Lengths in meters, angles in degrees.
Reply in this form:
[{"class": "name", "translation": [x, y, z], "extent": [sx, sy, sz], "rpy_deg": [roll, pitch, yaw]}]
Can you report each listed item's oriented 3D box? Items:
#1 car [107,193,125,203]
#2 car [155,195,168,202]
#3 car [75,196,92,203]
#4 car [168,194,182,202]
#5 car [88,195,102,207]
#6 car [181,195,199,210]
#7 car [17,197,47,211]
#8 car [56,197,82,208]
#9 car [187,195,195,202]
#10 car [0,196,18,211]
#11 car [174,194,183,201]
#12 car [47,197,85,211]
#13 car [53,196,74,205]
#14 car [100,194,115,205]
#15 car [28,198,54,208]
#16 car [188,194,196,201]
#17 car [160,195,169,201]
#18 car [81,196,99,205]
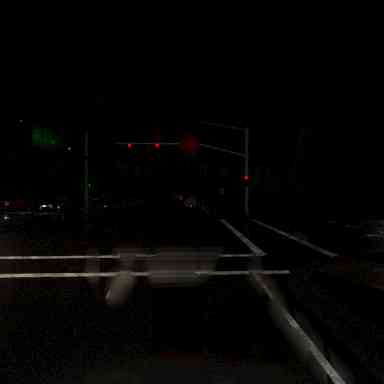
[{"class": "car", "translation": [-15.181, 1.225, 68.146], "extent": [2.150, 2.045, 5.566], "rpy_deg": [0, 0, 0]}, {"class": "car", "translation": [-7.159, 1.537, 74.218], "extent": [2.033, 1.411, 5.357], "rpy_deg": [0, 0, 1]}, {"class": "car", "translation": [-22.179, 1.594, 68.065], "extent": [1.895, 1.301, 4.718], "rpy_deg": [0, 0, 0]}, {"class": "car", "translation": [-3.656, 1.551, 74.638], "extent": [1.994, 1.385, 4.181], "rpy_deg": [0, 0, 1]}, {"class": "car", "translation": [-15.226, 1.564, 49.255], "extent": [1.994, 1.385, 4.181], "rpy_deg": [0, 0, 0]}, {"class": "car", "translation": [-0.116, 1.526, 43.216], "extent": [1.812, 1.442, 4.674], "rpy_deg": [0, 0, 0]}, {"class": "car", "translation": [-18.745, 1.547, 40.902], "extent": [2.033, 1.411, 5.357], "rpy_deg": [0, 0, 0]}, {"class": "car", "translation": [-18.731, 1.547, 50.974], "extent": [2.033, 1.411, 5.357], "rpy_deg": [0, 0, 0]}, {"class": "car", "translation": [-0.159, 1.522, 74.234], "extent": [1.812, 1.442, 4.674], "rpy_deg": [0, 0, 1]}, {"class": "car", "translation": [-22.207, 1.352, 40.409], "extent": [2.097, 1.767, 4.553], "rpy_deg": [0, 0, 0]}, {"class": "car", "translation": [-3.469, 1.296, 84.467], "extent": [2.097, 1.767, 4.553], "rpy_deg": [0, 0, 1]}, {"class": "car", "translation": [-15.207, 1.491, 40.352], "extent": [2.128, 1.511, 4.902], "rpy_deg": [0, 0, 0]}, {"class": "car", "translation": [-22.219, 1.526, 57.782], "extent": [1.812, 1.442, 4.674], "rpy_deg": [0, 0, 0]}, {"class": "car", "translation": [-15.230, 1.564, 57.665], "extent": [1.994, 1.385, 4.181], "rpy_deg": [0, 0, 0]}, {"class": "car", "translation": [-22.227, 1.564, 49.040], "extent": [1.994, 1.385, 4.181], "rpy_deg": [0, 0, 0]}, {"class": "car", "translation": [0.031, 1.419, 84.414], "extent": [1.882, 1.535, 5.008], "rpy_deg": [0, 0, 1]}, {"class": "car", "translation": [-6.967, 1.465, 84.580], "extent": [1.812, 1.442, 4.674], "rpy_deg": [0, 0, 1]}, {"class": "car", "translation": [-18.716, 1.505, 61.088], "extent": [1.837, 1.490, 4.892], "rpy_deg": [0, 0, 0]}]
